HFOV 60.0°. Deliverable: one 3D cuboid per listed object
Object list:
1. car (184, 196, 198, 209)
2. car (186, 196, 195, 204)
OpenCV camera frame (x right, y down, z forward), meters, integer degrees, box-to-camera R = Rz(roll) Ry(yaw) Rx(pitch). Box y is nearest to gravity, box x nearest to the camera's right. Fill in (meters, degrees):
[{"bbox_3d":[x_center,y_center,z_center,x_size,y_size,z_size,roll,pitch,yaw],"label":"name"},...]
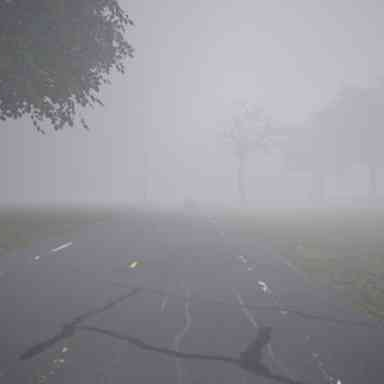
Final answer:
[{"bbox_3d":[-0.156,1.552,44.973,2.033,1.411,5.357,0,0,0],"label":"car"},{"bbox_3d":[-0.273,1.541,64.115,1.812,1.442,4.674,0,0,0],"label":"car"}]
